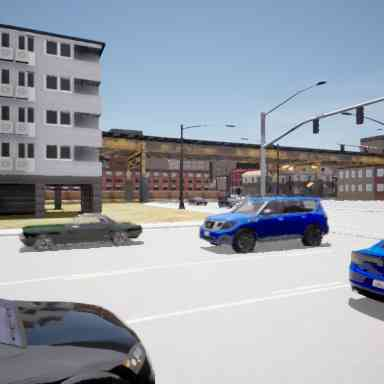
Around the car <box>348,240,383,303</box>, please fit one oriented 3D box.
[{"bbox_3d":[5.560,1.478,6.910,5.008,1.535,1.882,0,0,-25],"label":"car"}]

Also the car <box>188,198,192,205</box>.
[{"bbox_3d":[0.858,1.547,55.887,2.033,1.411,5.357,0,0,-20],"label":"car"}]

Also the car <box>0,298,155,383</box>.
[{"bbox_3d":[-2.418,1.564,2.758,4.181,1.385,1.994,0,0,-32],"label":"car"}]

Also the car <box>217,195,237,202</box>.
[{"bbox_3d":[8.273,1.540,78.716,2.033,1.411,5.357,0,0,40],"label":"car"}]

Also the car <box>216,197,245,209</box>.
[{"bbox_3d":[5.278,1.526,46.437,1.812,1.442,4.674,0,0,-25],"label":"car"}]

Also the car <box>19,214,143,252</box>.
[{"bbox_3d":[-4.567,1.601,13.864,4.718,1.301,1.895,0,0,-27],"label":"car"}]

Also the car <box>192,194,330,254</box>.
[{"bbox_3d":[3.071,1.221,13.668,5.566,2.045,2.150,0,0,-25],"label":"car"}]

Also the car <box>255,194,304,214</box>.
[{"bbox_3d":[9.651,1.222,37.283,2.150,2.045,5.566,0,0,-26],"label":"car"}]
